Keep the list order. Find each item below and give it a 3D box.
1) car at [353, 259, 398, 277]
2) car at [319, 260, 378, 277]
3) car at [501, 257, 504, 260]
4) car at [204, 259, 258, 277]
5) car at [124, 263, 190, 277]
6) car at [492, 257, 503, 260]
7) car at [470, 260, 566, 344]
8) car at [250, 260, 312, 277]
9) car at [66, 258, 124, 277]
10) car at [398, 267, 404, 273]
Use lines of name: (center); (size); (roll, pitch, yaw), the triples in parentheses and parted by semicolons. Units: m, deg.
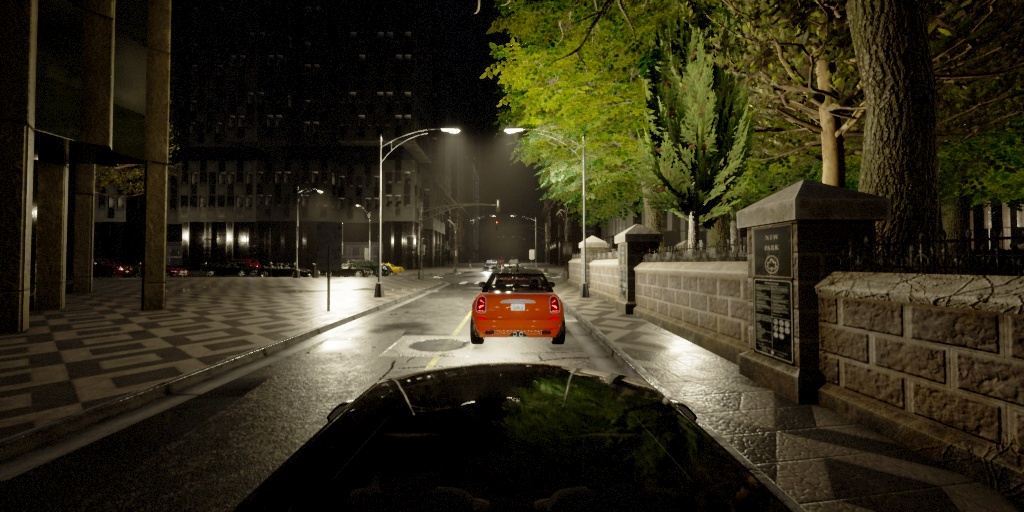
car: (-13.728, 1.125, 34.176); (4.553, 1.767, 2.097); (0, -1, 0)
car: (-14.498, 1.267, 31.504); (4.403, 1.370, 2.007); (0, 0, 1)
car: (-2.792, 1.369, 61.162); (1.837, 1.490, 4.892); (0, 0, 1)
car: (-26.600, 1.291, 34.307); (4.892, 1.490, 1.837); (1, -1, 0)
car: (-31.036, 1.320, 31.675); (4.207, 1.307, 1.802); (0, 0, 1)
car: (-2.859, 1.325, 50.787); (2.128, 1.511, 4.902); (0, 0, 0)
car: (0.132, 1.107, 9.723); (2.097, 1.767, 4.553); (0, 0, 0)
car: (-20.010, 1.289, 31.561); (4.313, 1.339, 1.948); (0, 0, 1)
car: (-36.549, 1.061, 31.732); (5.009, 1.841, 2.192); (0, 0, 1)
car: (-14.588, 1.425, 40.028); (4.829, 1.417, 1.751); (0, 0, 1)
